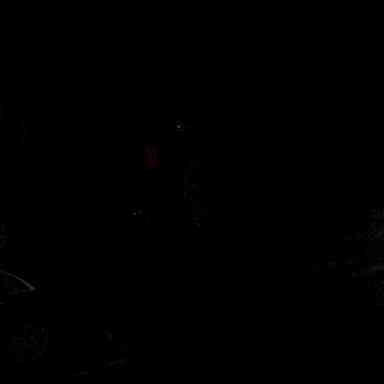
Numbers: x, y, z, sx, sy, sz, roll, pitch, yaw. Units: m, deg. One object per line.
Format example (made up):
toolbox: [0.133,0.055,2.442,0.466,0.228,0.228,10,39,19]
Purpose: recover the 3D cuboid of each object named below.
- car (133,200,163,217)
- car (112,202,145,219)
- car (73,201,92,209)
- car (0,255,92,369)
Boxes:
car: [-5.700,1.980,41.359,2.150,2.045,5.566,0,-1,-36]
car: [-7.669,2.233,38.532,1.837,1.490,4.892,0,-1,-36]
car: [-17.038,2.046,51.661,2.097,1.767,4.553,0,-1,-36]
car: [-3.520,1.548,4.139,4.403,1.369,2.008,0,0,-36]
